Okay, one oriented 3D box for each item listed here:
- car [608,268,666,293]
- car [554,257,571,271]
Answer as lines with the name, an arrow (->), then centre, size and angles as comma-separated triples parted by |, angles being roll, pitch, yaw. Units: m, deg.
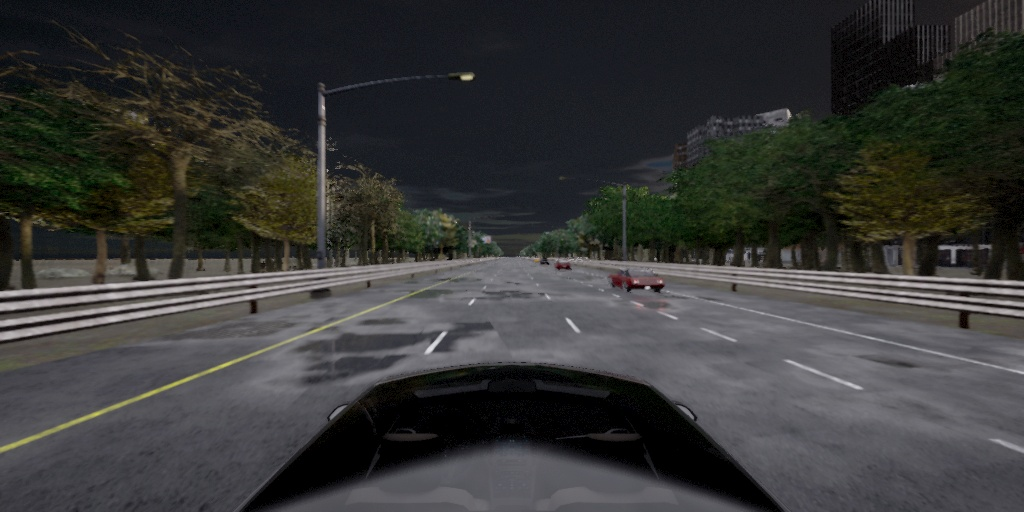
car -> 7.011, 1.359, 20.764 | 1.895, 1.301, 4.718 | 0, 0, 0
car -> 7.091, 1.246, 50.714 | 1.882, 1.535, 5.008 | 0, 0, 0
